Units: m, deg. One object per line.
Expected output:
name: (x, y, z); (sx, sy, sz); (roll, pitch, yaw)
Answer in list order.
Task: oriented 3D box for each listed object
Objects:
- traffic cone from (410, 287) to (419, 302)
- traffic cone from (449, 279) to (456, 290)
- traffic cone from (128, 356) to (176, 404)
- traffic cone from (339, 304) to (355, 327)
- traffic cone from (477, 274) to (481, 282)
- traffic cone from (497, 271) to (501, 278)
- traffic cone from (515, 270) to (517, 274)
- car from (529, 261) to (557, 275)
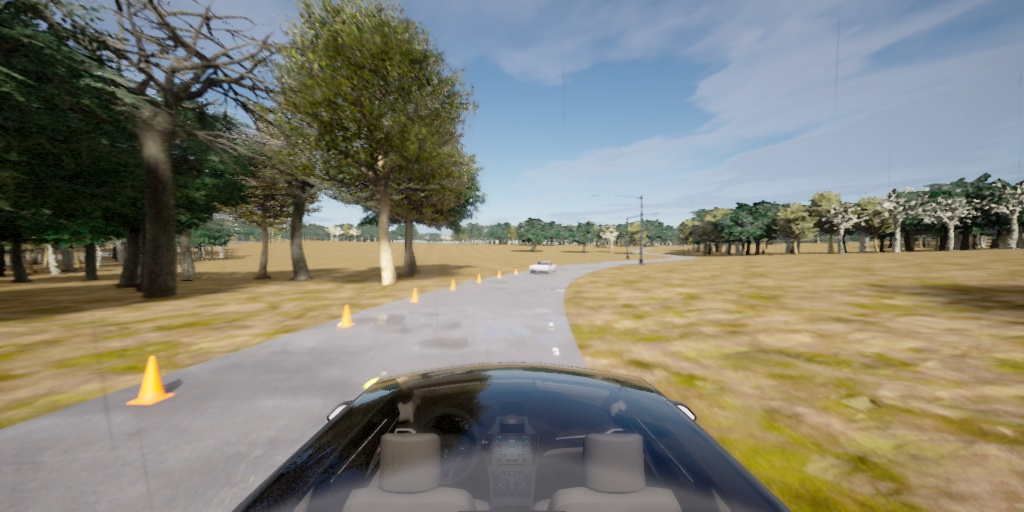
traffic cone: (-4.086, 1.624, 15.123); (0.340, 0.580, 0.340); (0, 0, 7)
traffic cone: (-3.315, 1.592, 20.189); (0.340, 0.580, 0.340); (0, 0, 10)
traffic cone: (-4.923, 1.667, 4.910); (0.340, 0.580, 0.340); (0, 0, 2)
traffic cone: (-4.622, 1.649, 10.027); (0.340, 0.580, 0.340); (0, 0, 5)
traffic cone: (-2.311, 1.555, 25.214); (0.340, 0.580, 0.340); (0, 0, 13)
traffic cone: (-1.076, 1.519, 30.188); (0.340, 0.580, 0.340); (0, 0, 15)
traffic cone: (0.387, 1.483, 35.099); (0.340, 0.580, 0.340); (0, 0, 18)
car: (3.140, 1.143, 36.092); (1.895, 1.301, 4.718); (1, 1, 18)
